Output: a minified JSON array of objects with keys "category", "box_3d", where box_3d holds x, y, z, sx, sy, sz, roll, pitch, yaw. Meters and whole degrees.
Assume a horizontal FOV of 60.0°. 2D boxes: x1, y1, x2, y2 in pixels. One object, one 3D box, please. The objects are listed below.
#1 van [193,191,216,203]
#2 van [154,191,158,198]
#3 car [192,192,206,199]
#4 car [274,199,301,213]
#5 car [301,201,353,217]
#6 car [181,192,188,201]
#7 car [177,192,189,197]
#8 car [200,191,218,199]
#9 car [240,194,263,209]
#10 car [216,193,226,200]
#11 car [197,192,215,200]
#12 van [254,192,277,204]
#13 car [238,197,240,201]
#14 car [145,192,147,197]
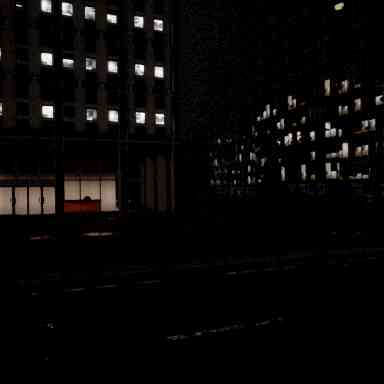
[{"category":"van","box_3d":[1.996,0.952,56.017,1.690,1.788,3.998,0,1,-21]},{"category":"van","box_3d":[-8.215,0.687,82.537,1.690,1.788,3.998,0,1,-21]},{"category":"car","box_3d":[1.647,0.706,80.243,1.967,1.590,4.097,0,1,-21]},{"category":"car","box_3d":[10.060,1.399,34.765,1.802,1.307,4.206,0,1,-21]},{"category":"car","box_3d":[12.086,1.434,29.453,1.947,1.339,4.313,0,1,-21]},{"category":"car","box_3d":[-2.088,1.056,66.627,2.008,1.369,4.403,0,1,-21]},{"category":"car","box_3d":[-2.436,0.710,90.852,2.008,1.369,4.403,0,1,-21]},{"category":"car","box_3d":[3.689,0.634,74.938,2.192,1.841,5.009,0,1,-21]},{"category":"car","box_3d":[8.072,1.332,40.090,1.947,1.339,4.313,0,1,-21]},{"category":"car","box_3d":[5.733,0.954,69.637,1.802,1.307,4.206,0,1,-21]},{"category":"car","box_3d":[2.864,0.879,69.858,1.882,1.535,5.008,-1,1,-21]},{"category":"van","box_3d":[11.858,0.871,53.722,1.690,1.788,3.998,0,1,-21]},{"category":"car","box_3d":[9.817,1.060,59.029,1.802,1.307,4.206,0,1,-21]},{"category":"car","box_3d":[-10.257,0.733,87.841,1.967,1.590,4.097,0,1,-21]}]
